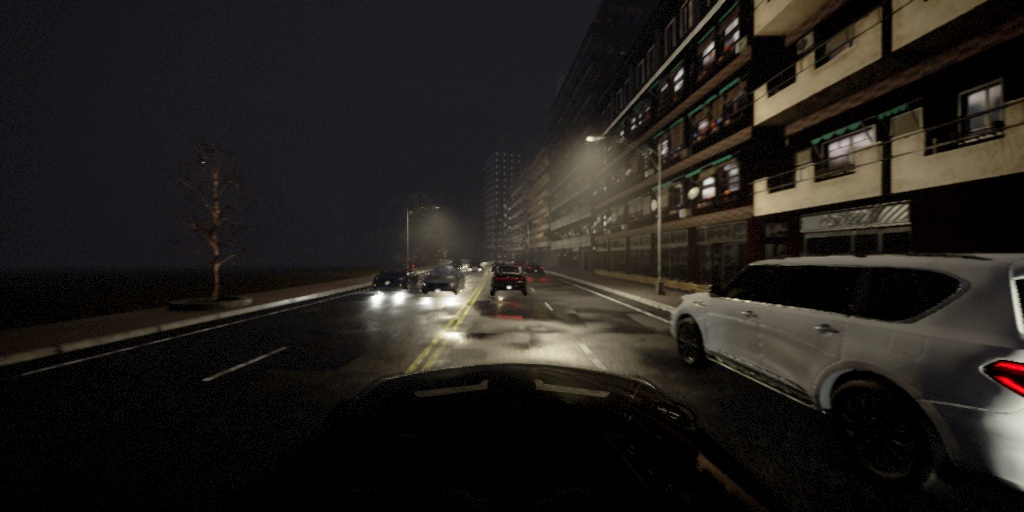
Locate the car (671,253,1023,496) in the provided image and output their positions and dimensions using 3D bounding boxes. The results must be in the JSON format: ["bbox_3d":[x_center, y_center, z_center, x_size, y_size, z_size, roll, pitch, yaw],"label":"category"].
[{"bbox_3d":[4.227,0.991,4.708,2.150,2.045,5.566,0,0,0],"label":"car"}]

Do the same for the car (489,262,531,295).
[{"bbox_3d":[-0.213,1.265,19.754,1.837,1.490,4.892,0,0,-2],"label":"car"}]

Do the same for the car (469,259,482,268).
[{"bbox_3d":[-6.069,1.253,59.819,1.882,1.535,5.008,0,0,-5],"label":"car"}]

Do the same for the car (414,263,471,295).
[{"bbox_3d":[-3.675,1.297,20.071,2.033,1.411,5.357,0,0,-2],"label":"car"}]

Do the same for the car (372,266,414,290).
[{"bbox_3d":[-6.994,1.303,21.974,1.994,1.385,4.181,0,0,-2],"label":"car"}]

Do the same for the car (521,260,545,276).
[{"bbox_3d":[2.236,1.311,37.484,1.812,1.442,4.674,0,0,-3],"label":"car"}]

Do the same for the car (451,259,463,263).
[{"bbox_3d":[-9.617,1.303,63.065,1.837,1.490,4.892,0,0,-5],"label":"car"}]

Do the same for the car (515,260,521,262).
[{"bbox_3d":[1.165,1.273,52.586,1.882,1.535,5.008,0,0,-4],"label":"car"}]
